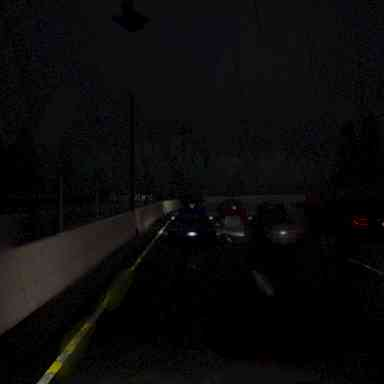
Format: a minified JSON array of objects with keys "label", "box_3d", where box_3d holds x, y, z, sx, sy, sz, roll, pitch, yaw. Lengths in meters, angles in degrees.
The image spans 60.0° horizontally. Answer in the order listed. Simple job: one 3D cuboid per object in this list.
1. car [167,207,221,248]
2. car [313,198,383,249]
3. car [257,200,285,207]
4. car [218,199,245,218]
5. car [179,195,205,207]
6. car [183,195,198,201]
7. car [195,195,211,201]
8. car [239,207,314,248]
[{"label":"car","box_3d":[0.000,1.570,14.650,1.994,1.385,4.181,0,0,0]},{"label":"car","box_3d":[7.000,1.255,14.680,2.150,2.045,5.566,0,0,0]},{"label":"car","box_3d":[7.000,1.493,29.650,2.128,1.511,4.902,0,0,0]},{"label":"car","box_3d":[3.500,1.364,29.620,2.097,1.767,4.553,0,0,0]},{"label":"car","box_3d":[0.000,1.255,29.680,2.150,2.045,5.566,0,0,0]},{"label":"car","box_3d":[-0.340,1.492,82.828,1.812,1.442,4.674,0,0,29]},{"label":"car","box_3d":[2.679,1.501,81.057,1.812,1.442,4.674,0,0,29]},{"label":"car","box_3d":[3.500,1.570,14.650,1.994,1.385,4.181,0,0,0]}]
